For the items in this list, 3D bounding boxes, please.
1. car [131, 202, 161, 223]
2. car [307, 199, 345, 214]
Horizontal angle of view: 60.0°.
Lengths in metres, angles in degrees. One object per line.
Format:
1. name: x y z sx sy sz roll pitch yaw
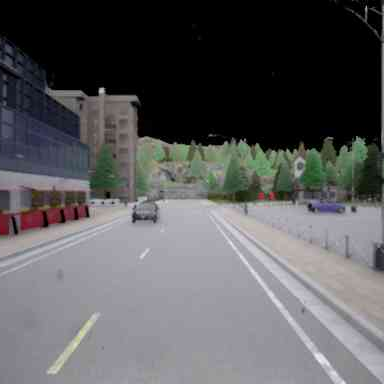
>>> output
1. car: -3.519 1.597 26.175 1.837 1.490 4.892 0 0 0
2. car: 13.862 1.481 34.341 3.633 1.501 1.845 0 0 0
